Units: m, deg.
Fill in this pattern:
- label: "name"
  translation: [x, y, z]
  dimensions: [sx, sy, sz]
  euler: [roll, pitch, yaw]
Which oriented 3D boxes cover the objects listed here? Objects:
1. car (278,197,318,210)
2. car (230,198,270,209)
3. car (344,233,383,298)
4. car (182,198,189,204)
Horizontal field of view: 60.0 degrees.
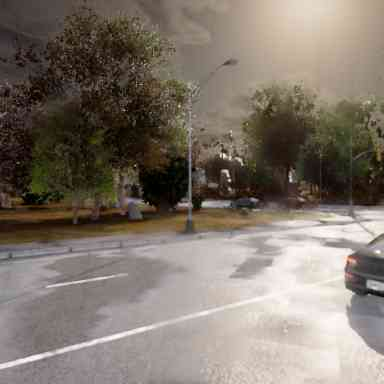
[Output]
- label: "car"
  translation: [12.865, 1.345, 40.618]
  dimensions: [1.882, 1.535, 5.008]
  euler: [0, 0, -38]
- label: "car"
  translation: [7.246, 1.433, 42.185]
  dimensions: [2.033, 1.411, 5.357]
  euler: [0, 0, -38]
- label: "car"
  translation: [5.187, 1.509, 7.300]
  dimensions: [4.674, 1.442, 1.812]
  euler: [0, 0, -35]
- label: "car"
  translation: [-2.298, 1.366, 60.393]
  dimensions: [2.128, 1.511, 4.902]
  euler: [0, 0, -37]
